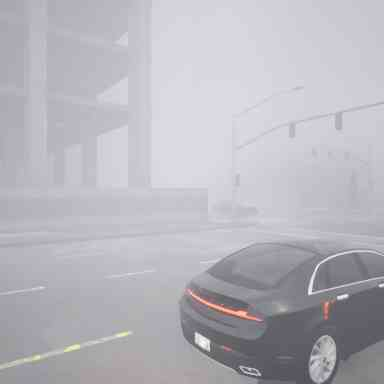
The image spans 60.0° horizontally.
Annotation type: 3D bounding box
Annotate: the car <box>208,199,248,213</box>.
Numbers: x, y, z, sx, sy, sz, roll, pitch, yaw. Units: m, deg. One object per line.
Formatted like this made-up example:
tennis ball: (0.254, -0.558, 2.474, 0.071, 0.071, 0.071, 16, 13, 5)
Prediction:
car: (3.991, 1.526, 37.850, 1.812, 1.442, 4.674, 0, 0, -36)

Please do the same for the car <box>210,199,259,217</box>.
car: (4.128, 1.601, 31.696, 1.895, 1.301, 4.718, 0, 0, -36)

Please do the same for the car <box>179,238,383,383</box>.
car: (2.106, 1.505, 5.292, 4.892, 1.490, 1.837, 0, 0, -35)
